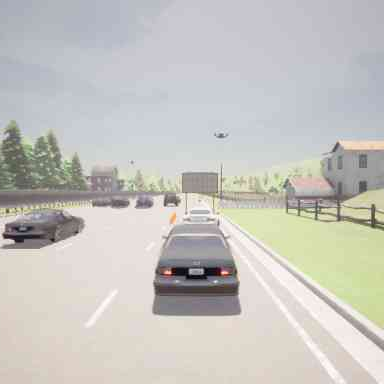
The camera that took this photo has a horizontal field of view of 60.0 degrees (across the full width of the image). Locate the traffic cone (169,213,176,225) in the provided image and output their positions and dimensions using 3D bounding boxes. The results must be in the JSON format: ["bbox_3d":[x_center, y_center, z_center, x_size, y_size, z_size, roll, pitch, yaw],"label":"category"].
[{"bbox_3d":[-1.459,1.955,23.139,0.340,0.580,0.340,0,0,0],"label":"traffic cone"}]

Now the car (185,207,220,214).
[{"bbox_3d":[0.541,1.538,18.440,1.812,1.442,4.674,0,-1,6],"label":"car"}]

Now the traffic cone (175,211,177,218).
[{"bbox_3d":[-1.456,1.955,25.139,0.340,0.580,0.340,0,0,0],"label":"traffic cone"}]

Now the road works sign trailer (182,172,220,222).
[{"bbox_3d":[0.514,0.464,22.054,2.380,3.560,2.880,0,0,-4],"label":"road works sign trailer"}]

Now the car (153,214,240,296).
[{"bbox_3d":[0.108,1.547,8.782,2.033,1.411,5.357,0,0,1],"label":"car"}]

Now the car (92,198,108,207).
[{"bbox_3d":[-13.842,1.564,51.082,1.994,1.385,4.181,0,0,1],"label":"car"}]

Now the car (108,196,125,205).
[{"bbox_3d":[-13.824,1.478,61.122,1.882,1.535,5.008,0,0,0],"label":"car"}]

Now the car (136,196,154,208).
[{"bbox_3d":[-6.839,1.352,48.928,2.097,1.767,4.553,0,0,0],"label":"car"}]

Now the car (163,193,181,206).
[{"bbox_3d":[-3.334,1.221,53.319,2.150,2.045,5.566,0,0,0],"label":"car"}]

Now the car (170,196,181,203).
[{"bbox_3d":[-3.315,1.564,68.534,1.994,1.385,4.181,0,0,0],"label":"car"}]

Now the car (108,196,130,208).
[{"bbox_3d":[-10.340,1.478,48.793,1.882,1.535,5.008,0,0,0],"label":"car"}]

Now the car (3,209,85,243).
[{"bbox_3d":[-6.881,1.547,16.087,2.033,1.411,5.357,0,0,0],"label":"car"}]
